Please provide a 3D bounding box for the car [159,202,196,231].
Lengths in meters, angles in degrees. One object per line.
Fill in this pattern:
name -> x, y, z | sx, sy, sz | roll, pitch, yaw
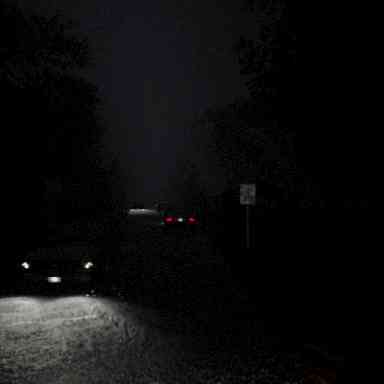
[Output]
car -> -0.840, 1.571, 20.546 | 2.033, 1.411, 5.357 | 1, 0, -5

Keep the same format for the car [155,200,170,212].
car -> -3.479, 1.728, 41.383 | 1.812, 1.442, 4.674 | 1, -1, -9

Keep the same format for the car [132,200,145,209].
car -> -8.055, 1.899, 50.094 | 1.895, 1.301, 4.718 | 1, -1, -11

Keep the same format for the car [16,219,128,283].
car -> -3.115, 1.533, 9.949 | 2.033, 1.411, 5.357 | 0, 0, -2
